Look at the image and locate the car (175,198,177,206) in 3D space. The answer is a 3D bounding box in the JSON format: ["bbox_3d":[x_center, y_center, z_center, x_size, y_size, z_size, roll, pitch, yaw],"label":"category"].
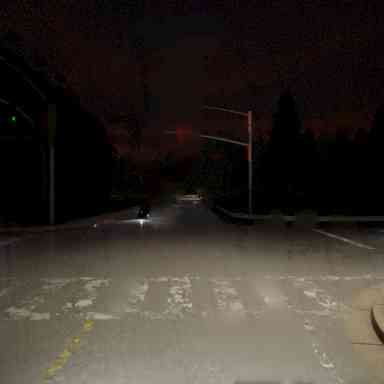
[{"bbox_3d":[-3.465,1.526,56.224,1.812,1.442,4.674,0,0,0],"label":"car"}]

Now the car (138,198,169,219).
[{"bbox_3d":[-3.542,1.547,29.874,2.033,1.411,5.357,0,0,0],"label":"car"}]

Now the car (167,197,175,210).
[{"bbox_3d":[-3.517,1.506,42.232,1.837,1.490,4.892,0,0,0],"label":"car"}]
